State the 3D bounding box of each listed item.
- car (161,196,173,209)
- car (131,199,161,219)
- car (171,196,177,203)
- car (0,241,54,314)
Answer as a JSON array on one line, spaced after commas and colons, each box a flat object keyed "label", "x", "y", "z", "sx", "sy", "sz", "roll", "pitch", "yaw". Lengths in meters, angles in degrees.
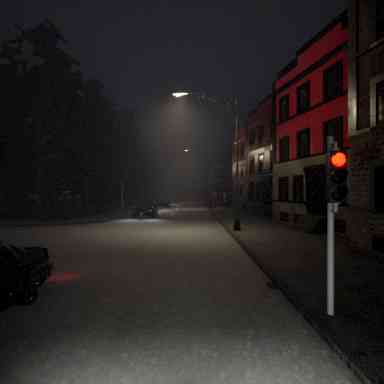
[{"label": "car", "x": -4.047, "y": 1.601, "z": 45.347, "sx": 1.895, "sy": 1.301, "sz": 4.718, "roll": 0, "pitch": 0, "yaw": 0}, {"label": "car", "x": -4.092, "y": 1.526, "z": 29.353, "sx": 1.812, "sy": 1.442, "sz": 4.674, "roll": 0, "pitch": 0, "yaw": 1}, {"label": "car", "x": -3.934, "y": 1.492, "z": 66.192, "sx": 2.128, "sy": 1.511, "sz": 4.902, "roll": 0, "pitch": 0, "yaw": 0}, {"label": "car", "x": -4.094, "y": 1.547, "z": 5.346, "sx": 2.033, "sy": 1.411, "sz": 5.357, "roll": 0, "pitch": 0, "yaw": 0}]
